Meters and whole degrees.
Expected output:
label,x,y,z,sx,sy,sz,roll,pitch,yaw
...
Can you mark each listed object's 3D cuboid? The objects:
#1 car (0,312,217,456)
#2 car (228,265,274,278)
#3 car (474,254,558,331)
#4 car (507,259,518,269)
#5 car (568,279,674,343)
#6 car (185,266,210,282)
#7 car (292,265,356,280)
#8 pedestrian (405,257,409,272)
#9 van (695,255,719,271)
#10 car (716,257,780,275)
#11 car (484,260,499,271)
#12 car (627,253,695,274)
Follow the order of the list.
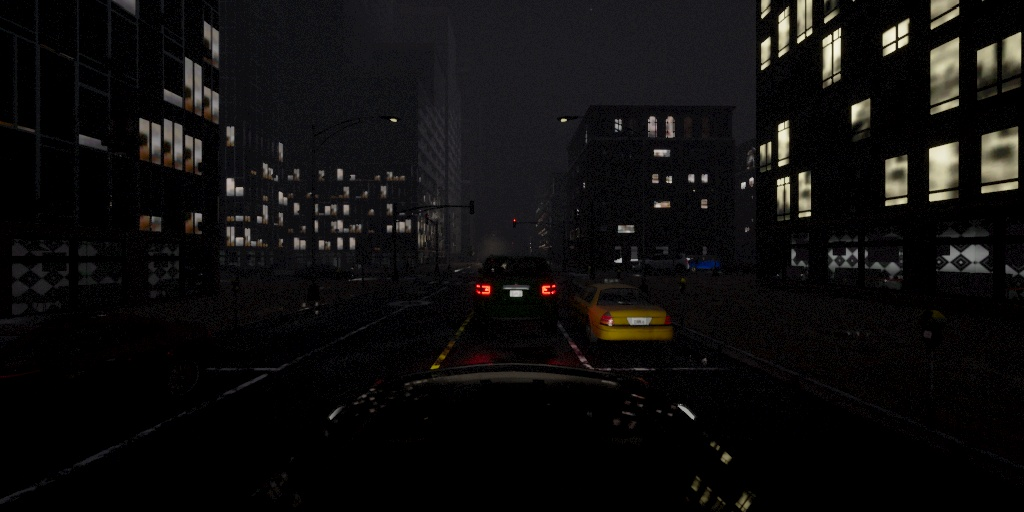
label,x,y,z,sx,sy,sz,roll,pitch,yaw
car,-5.317,1.332,3.783,1.802,1.307,4.207,0,0,0
car,-28.436,1.648,39.143,4.403,1.370,2.007,0,0,-1
car,0.090,0.971,11.072,2.150,2.045,5.566,0,0,0
car,0.063,1.278,57.640,1.812,1.442,4.674,0,0,0
car,2.558,1.275,9.519,1.751,1.417,4.829,0,0,0
car,-31.050,1.649,33.726,4.892,1.490,1.837,-1,0,-1
car,-17.719,1.514,33.907,5.357,1.411,2.033,-1,0,-1
pedestrian,-12.387,1.020,42.342,0.375,1.860,0.375,0,1,-1
van,20.944,0.800,39.800,3.998,1.789,1.690,0,0,-1
car,21.059,1.019,31.921,4.507,1.381,1.888,0,0,-1
car,-2.917,1.299,51.973,2.033,1.411,5.357,0,0,-3
car,15.401,0.755,37.271,5.566,2.045,2.150,-1,0,-1
